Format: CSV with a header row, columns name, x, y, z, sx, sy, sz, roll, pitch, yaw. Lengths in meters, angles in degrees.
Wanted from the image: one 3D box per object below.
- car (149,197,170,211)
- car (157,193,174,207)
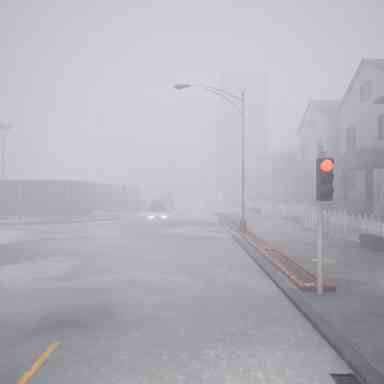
name,x,y,z,sx,sy,sz,roll,pitch,yaw
car,-4.083,1.601,40.949,1.895,1.301,4.718,0,0,0
car,-4.057,1.221,51.590,2.150,2.045,5.566,0,0,1
